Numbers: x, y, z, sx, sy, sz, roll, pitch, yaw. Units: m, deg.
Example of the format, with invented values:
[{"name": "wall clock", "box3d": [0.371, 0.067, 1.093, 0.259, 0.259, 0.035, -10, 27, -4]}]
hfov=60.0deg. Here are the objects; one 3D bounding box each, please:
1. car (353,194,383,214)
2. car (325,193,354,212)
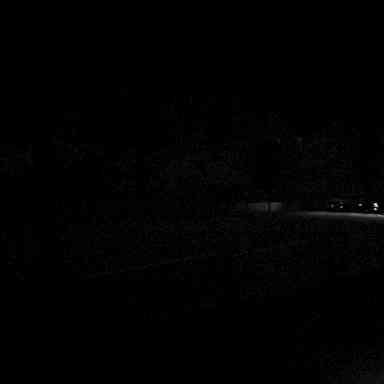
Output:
[{"name": "car", "box3d": [19.544, 1.315, 35.091, 4.553, 1.767, 2.097, 0, 0, -35]}, {"name": "car", "box3d": [17.638, 1.186, 38.026, 5.566, 2.045, 2.150, 0, 0, -35]}]
